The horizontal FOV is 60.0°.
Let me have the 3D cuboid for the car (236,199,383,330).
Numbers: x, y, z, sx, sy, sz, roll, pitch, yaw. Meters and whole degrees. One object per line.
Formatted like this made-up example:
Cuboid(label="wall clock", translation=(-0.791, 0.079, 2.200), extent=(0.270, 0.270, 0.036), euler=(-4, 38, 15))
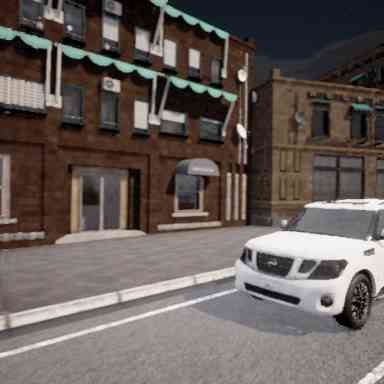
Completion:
Cuboid(label="car", translation=(3.442, 1.202, 7.290), extent=(5.566, 2.045, 2.150), euler=(0, 0, -38))
